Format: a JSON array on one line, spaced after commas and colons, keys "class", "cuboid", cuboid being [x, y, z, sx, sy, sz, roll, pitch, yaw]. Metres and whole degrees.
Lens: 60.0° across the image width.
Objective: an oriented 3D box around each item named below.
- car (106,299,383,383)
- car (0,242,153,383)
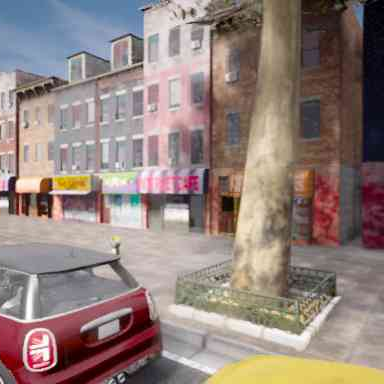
[{"class": "car", "cuboid": [1.943, 1.529, 1.424, 4.829, 1.417, 1.752, 0, 0, 36]}, {"class": "car", "cuboid": [-2.433, 1.425, 4.545, 4.097, 1.590, 1.967, 0, 0, 36]}]
